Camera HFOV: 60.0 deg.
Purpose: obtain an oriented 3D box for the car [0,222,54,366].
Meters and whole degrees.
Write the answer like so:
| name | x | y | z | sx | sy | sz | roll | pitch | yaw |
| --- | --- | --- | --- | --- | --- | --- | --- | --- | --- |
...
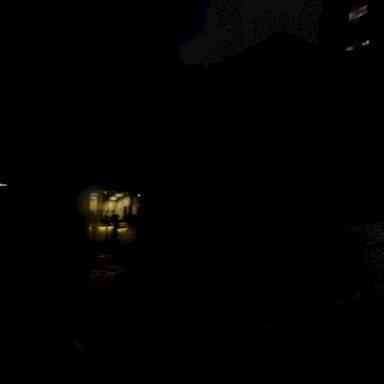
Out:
| name | x | y | z | sx | sy | sz | roll | pitch | yaw |
| --- | --- | --- | --- | --- | --- | --- | --- | --- | --- |
| car | -4.009 | 1.312 | 3.205 | 5.009 | 1.841 | 2.192 | 0 | 2 | -35 |
